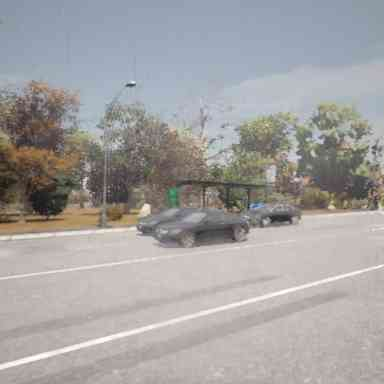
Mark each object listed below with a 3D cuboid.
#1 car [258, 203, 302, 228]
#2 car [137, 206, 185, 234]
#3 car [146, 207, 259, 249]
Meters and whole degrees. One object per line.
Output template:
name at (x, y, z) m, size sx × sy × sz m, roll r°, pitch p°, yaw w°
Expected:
car at (5.358, 1.513, 22.437) m, size 4.902 × 1.511 × 2.128 m, roll 0°, pitch 0°, yaw -36°
car at (-0.729, 1.534, 18.196) m, size 4.674 × 1.442 × 1.812 m, roll 0°, pitch 0°, yaw -35°
car at (0.581, 1.533, 14.816) m, size 4.674 × 1.442 × 1.812 m, roll 0°, pitch 0°, yaw -35°
